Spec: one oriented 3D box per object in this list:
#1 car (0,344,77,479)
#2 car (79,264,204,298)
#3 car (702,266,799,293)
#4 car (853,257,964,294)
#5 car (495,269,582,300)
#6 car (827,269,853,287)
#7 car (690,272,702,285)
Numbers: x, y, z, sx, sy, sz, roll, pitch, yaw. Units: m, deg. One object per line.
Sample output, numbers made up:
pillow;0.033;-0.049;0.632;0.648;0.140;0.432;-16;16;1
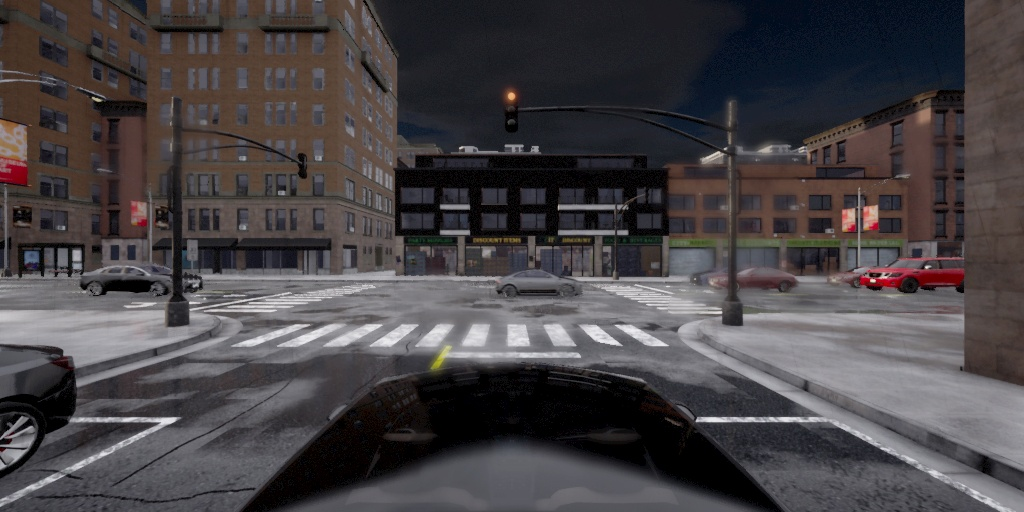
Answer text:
car;-5.387;1.316;1.927;1.948;1.339;4.313;0;0;0
car;-17.825;1.163;17.409;4.902;1.511;2.128;0;0;0
car;14.097;1.354;21.032;4.674;1.442;1.812;0;0;1
car;23.988;1.099;21.071;5.566;2.045;2.150;0;0;0
car;1.272;1.327;17.512;4.181;1.385;1.994;0;0;0
car;24.158;1.407;24.326;4.674;1.442;1.812;0;0;0
car;14.396;1.394;24.285;4.181;1.385;1.994;0;0;0
